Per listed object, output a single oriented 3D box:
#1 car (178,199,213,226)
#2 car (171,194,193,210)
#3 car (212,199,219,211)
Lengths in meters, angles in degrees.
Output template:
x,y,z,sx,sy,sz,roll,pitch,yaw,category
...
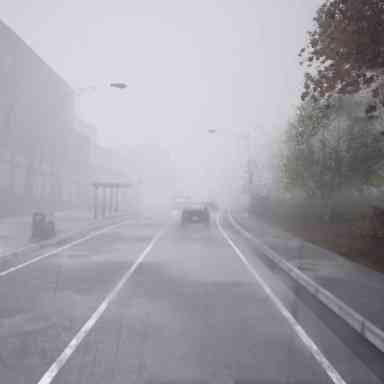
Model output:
x,y,z,sx,sy,sz,roll,pitch,yaw,category
0.302,1.511,23.668,1.882,1.535,5.008,0,0,2,car
-1.143,1.319,44.144,2.150,2.045,5.566,-1,-1,11,car
2.145,1.556,41.374,1.812,1.442,4.674,-1,0,9,car
